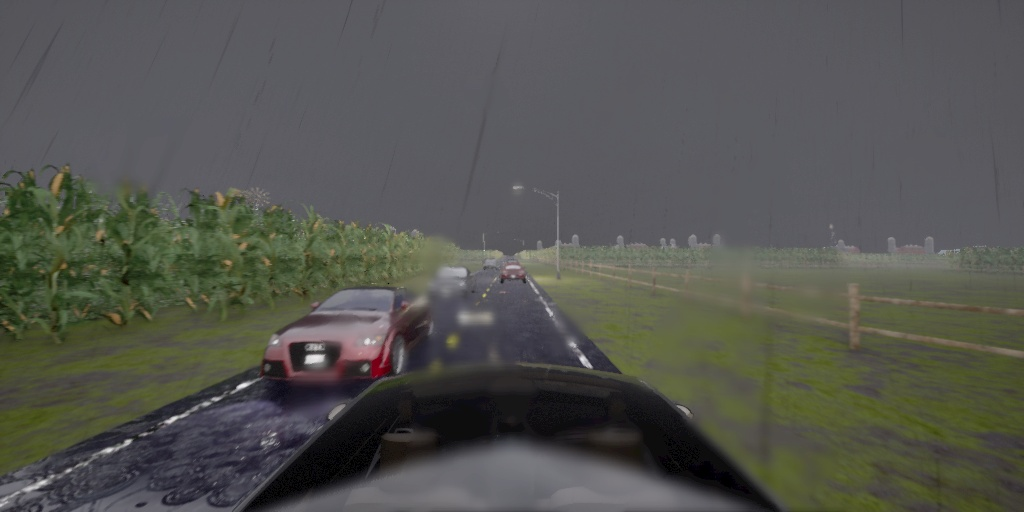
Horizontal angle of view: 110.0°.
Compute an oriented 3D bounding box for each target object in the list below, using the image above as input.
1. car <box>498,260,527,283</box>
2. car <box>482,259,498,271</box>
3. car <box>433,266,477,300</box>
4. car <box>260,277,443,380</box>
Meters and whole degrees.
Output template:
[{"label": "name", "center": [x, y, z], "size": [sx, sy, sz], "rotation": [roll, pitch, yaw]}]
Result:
[{"label": "car", "center": [0.089, 1.234, 27.249], "size": [1.812, 1.442, 4.674], "rotation": [0, 0, 0]}, {"label": "car", "center": [-2.850, 1.166, 48.461], "size": [1.837, 1.490, 4.892], "rotation": [0, 0, 0]}, {"label": "car", "center": [-2.812, 1.252, 17.740], "size": [1.812, 1.442, 4.674], "rotation": [0, 0, 1]}, {"label": "car", "center": [-2.846, 1.307, 7.183], "size": [1.994, 1.385, 4.181], "rotation": [0, 0, 0]}]
